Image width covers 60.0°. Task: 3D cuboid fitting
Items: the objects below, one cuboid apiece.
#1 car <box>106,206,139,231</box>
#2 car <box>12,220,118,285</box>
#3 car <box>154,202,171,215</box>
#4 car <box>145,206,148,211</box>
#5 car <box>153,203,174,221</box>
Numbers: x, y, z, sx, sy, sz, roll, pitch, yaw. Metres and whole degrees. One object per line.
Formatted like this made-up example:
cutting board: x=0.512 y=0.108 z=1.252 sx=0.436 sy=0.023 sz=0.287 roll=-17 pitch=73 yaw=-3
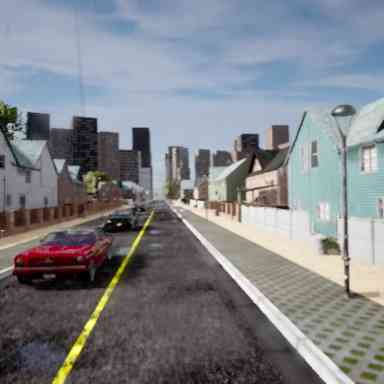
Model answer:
car: x=-4.869 y=1.954 z=23.502 sx=1.994 sy=1.385 sz=4.181 roll=-1 pitch=-1 yaw=-4
car: x=-3.694 y=1.797 z=10.366 sx=1.895 sy=1.301 sz=4.718 roll=-1 pitch=-1 yaw=-5
car: x=-3.859 y=2.137 z=43.804 sx=2.128 sy=1.511 sz=4.902 roll=-1 pitch=-1 yaw=-5
car: x=-6.354 y=1.914 z=40.793 sx=1.994 sy=1.385 sz=4.181 roll=-1 pitch=-1 yaw=-5
car: x=-2.840 y=1.976 z=32.983 sx=2.128 sy=1.511 sz=4.902 roll=-1 pitch=-1 yaw=-4
